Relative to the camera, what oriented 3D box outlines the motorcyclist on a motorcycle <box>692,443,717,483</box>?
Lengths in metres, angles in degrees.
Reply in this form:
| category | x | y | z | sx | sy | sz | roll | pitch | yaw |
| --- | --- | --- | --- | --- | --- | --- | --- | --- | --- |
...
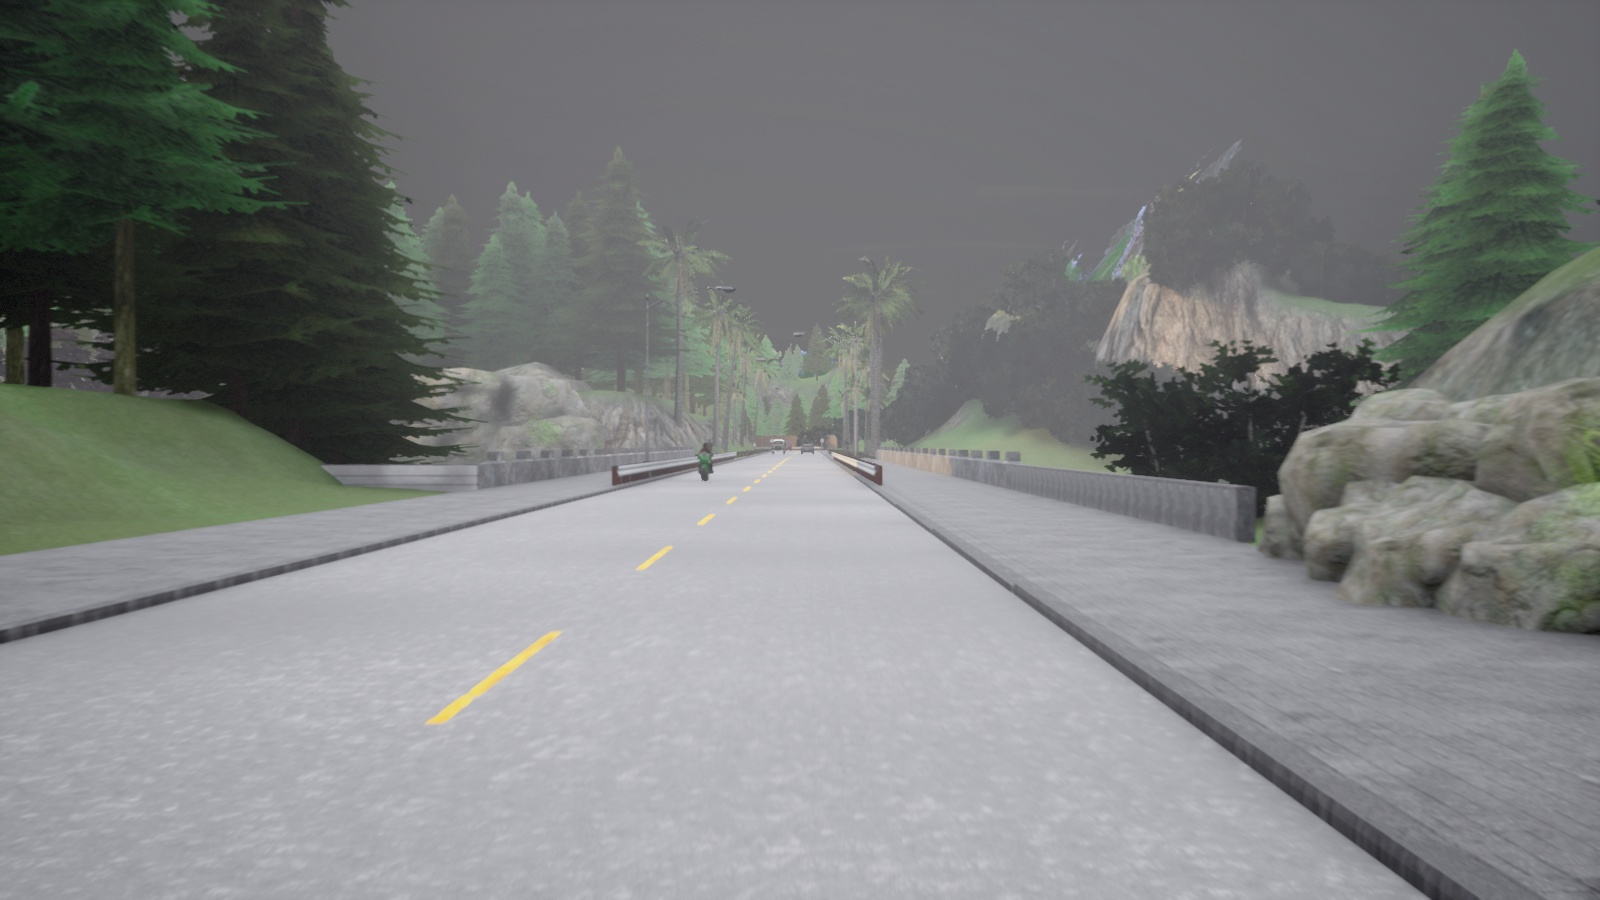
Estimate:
| category | x | y | z | sx | sy | sz | roll | pitch | yaw |
| --- | --- | --- | --- | --- | --- | --- | --- | --- | --- |
| motorcyclist on a motorcycle | -3.698 | 0.472 | 48.655 | 0.797 | 1.523 | 2.044 | 0 | 0 | 0 |
